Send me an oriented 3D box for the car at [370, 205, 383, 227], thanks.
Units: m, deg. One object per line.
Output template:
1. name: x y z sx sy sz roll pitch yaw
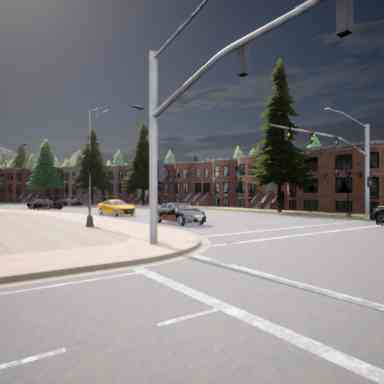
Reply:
1. car: 14.198 1.221 20.661 2.150 2.045 5.566 0 0 -36

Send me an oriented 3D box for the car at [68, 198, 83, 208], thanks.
1. car: -18.501 1.600 49.112 4.718 1.301 1.895 0 0 25

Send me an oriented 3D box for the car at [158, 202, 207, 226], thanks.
1. car: -0.957 1.491 23.353 2.128 1.511 4.902 0 0 -36

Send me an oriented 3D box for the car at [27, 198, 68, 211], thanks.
1. car: -17.938 1.600 40.751 4.718 1.301 1.895 0 0 29

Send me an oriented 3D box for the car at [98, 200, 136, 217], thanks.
1. car: -7.183 1.477 31.509 1.882 1.535 5.008 0 0 -40
